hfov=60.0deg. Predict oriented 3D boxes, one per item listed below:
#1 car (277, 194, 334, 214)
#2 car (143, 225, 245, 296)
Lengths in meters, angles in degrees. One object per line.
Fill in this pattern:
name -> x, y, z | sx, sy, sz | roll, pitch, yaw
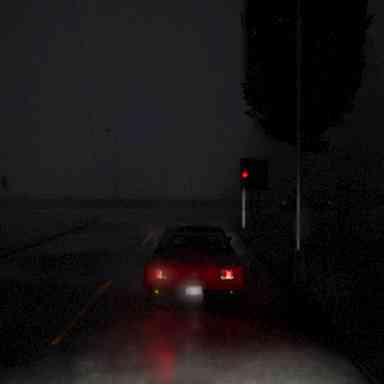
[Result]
car -> 9.808, 0.945, 28.809 | 4.553, 1.767, 2.097 | 0, 1, -1
car -> 0.064, 1.483, 8.271 | 1.895, 1.301, 4.718 | 0, 1, 1
